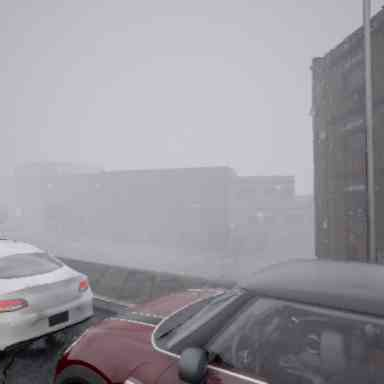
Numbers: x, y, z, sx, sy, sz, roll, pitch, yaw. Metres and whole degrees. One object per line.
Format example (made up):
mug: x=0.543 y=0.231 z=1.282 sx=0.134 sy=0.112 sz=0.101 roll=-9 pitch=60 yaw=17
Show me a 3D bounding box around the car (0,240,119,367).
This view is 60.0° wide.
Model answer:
car: x=-3.696 y=1.589 z=5.882 sx=4.674 sy=1.452 sz=2.002 roll=-1 pitch=0 yaw=35
